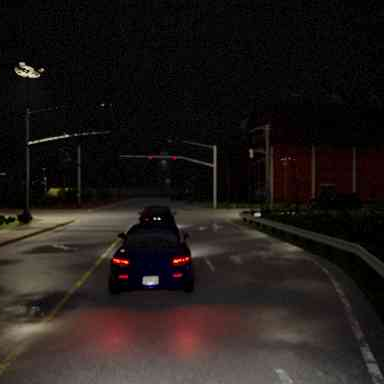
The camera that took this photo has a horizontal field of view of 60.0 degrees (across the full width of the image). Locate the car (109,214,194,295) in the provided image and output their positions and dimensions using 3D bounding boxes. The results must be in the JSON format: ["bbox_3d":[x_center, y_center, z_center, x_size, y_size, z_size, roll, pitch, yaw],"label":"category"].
[{"bbox_3d":[-0.985,1.521,8.647,1.812,1.442,4.674,0,0,-5],"label":"car"}]

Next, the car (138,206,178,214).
[{"bbox_3d":[-1.858,1.495,17.867,1.837,1.490,4.892,0,0,-5],"label":"car"}]

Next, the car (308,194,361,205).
[{"bbox_3d":[15.892,1.229,37.097,5.566,2.045,2.150,0,0,-4],"label":"car"}]

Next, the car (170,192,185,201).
[{"bbox_3d":[-3.575,1.101,81.777,3.866,1.878,1.905,-2,4,42],"label":"car"}]
